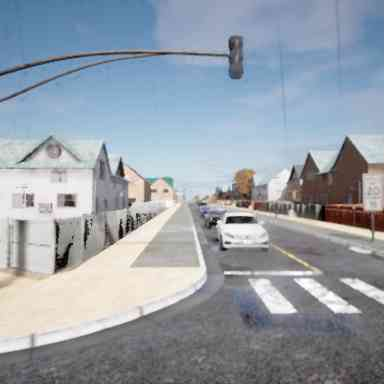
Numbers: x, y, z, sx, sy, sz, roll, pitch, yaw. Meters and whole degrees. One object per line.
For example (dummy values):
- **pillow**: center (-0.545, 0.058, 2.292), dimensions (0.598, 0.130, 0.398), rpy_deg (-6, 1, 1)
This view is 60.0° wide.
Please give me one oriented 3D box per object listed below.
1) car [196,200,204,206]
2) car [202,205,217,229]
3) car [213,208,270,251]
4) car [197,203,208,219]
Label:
- **car**: center (1.648, 2.304, 49.543), dimensions (1.812, 1.442, 4.674), rpy_deg (0, -1, -1)
- **car**: center (1.950, 1.860, 23.767), dimensions (1.895, 1.301, 4.718), rpy_deg (0, -1, -1)
- **car**: center (2.094, 1.633, 14.649), dimensions (1.812, 1.442, 4.674), rpy_deg (0, -1, 1)
- **car**: center (1.799, 2.039, 33.904), dimensions (1.895, 1.301, 4.718), rpy_deg (0, -1, -1)
